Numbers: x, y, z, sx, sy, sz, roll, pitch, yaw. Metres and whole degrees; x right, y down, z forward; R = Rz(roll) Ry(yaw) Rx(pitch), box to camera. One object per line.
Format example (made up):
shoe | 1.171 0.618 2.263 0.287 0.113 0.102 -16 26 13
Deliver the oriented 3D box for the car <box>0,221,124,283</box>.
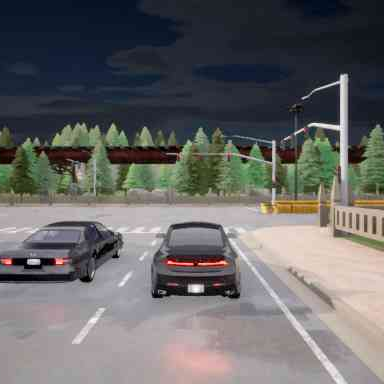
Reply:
car | -3.388 1.547 9.655 2.033 1.411 5.357 0 0 0

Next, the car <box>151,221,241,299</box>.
car | 0.099 1.505 8.466 1.837 1.490 4.892 0 0 1
